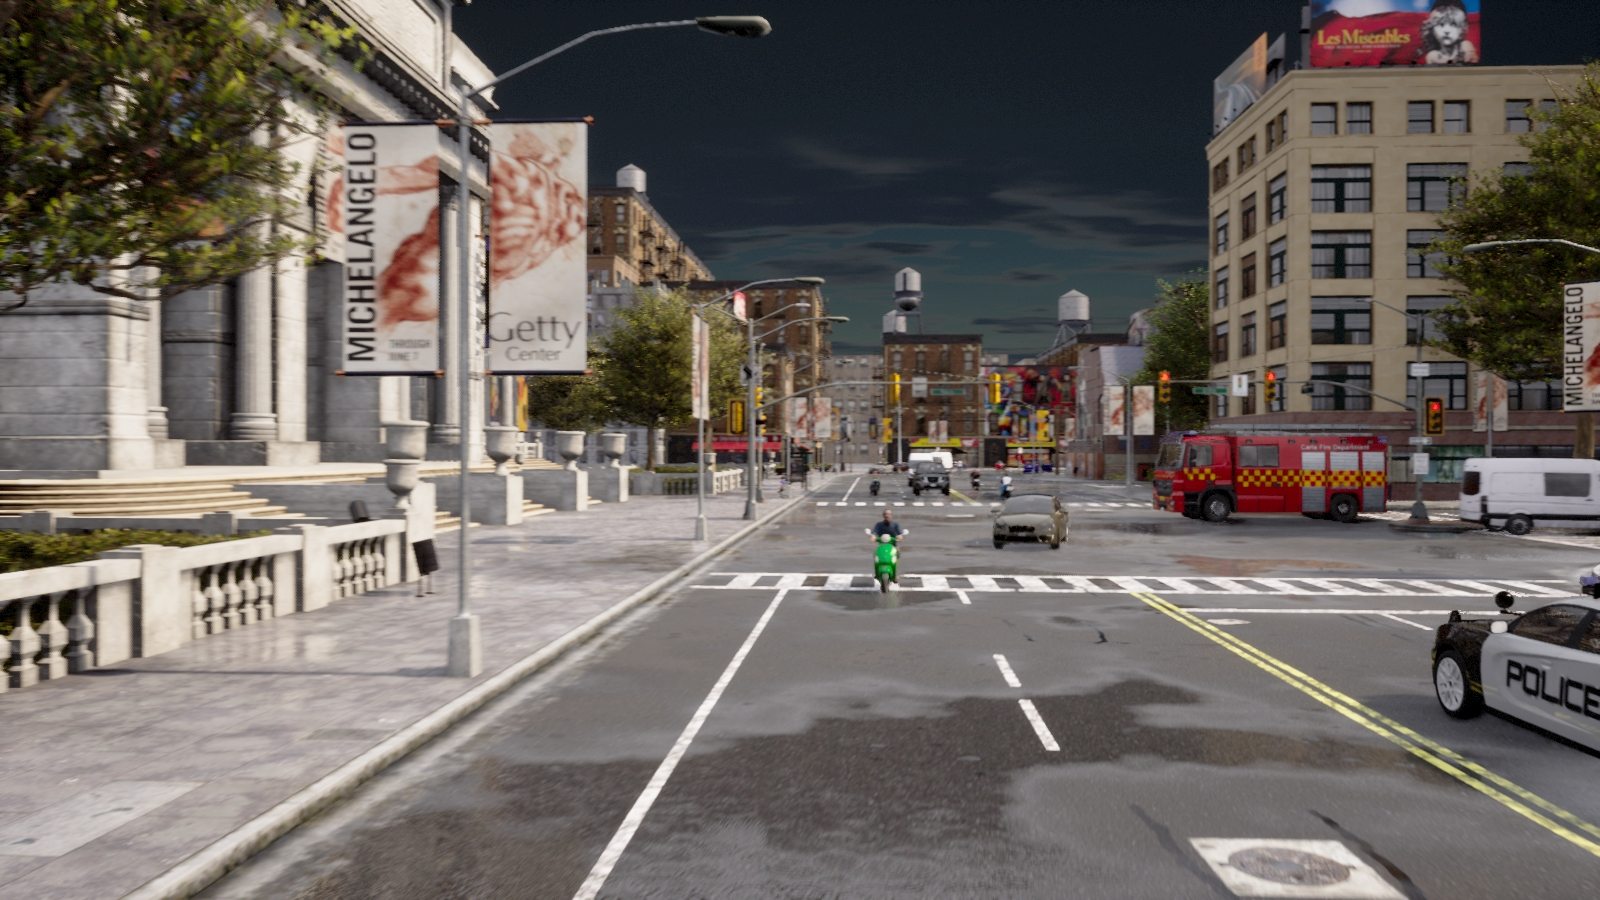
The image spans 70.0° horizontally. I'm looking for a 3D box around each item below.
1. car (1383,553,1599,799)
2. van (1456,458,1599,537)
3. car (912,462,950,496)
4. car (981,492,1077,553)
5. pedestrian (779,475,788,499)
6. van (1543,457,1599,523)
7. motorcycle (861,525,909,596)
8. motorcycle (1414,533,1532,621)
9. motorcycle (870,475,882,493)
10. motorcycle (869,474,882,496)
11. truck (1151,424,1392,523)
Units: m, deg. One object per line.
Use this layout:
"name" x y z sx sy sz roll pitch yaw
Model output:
"car" 7.549 1.989 10.353 2.097 1.638 5.238 0 0 3
"van" 25.539 1.557 38.211 5.915 2.561 1.988 0 0 10
"car" 8.270 1.791 72.459 2.150 2.045 5.566 0 0 4
"car" 6.842 2.069 33.705 2.231 1.480 4.892 0 0 18
"pedestrian" -0.894 1.979 61.701 0.375 1.300 0.375 0 0 39
"van" 33.080 1.564 45.251 5.915 2.561 1.988 0 0 4
"motorcycle" 1.729 2.185 22.894 0.856 1.236 1.805 0 0 7
"motorcycle" 11.750 2.181 20.042 0.764 1.277 2.356 0 0 3
"motorcycle" 4.992 2.222 75.116 0.803 1.145 2.033 0 0 4
"motorcycle" 4.700 2.178 70.974 0.764 1.277 2.356 0 0 4
"truck" 18.699 0.909 45.684 8.468 3.827 2.891 0 0 -1
